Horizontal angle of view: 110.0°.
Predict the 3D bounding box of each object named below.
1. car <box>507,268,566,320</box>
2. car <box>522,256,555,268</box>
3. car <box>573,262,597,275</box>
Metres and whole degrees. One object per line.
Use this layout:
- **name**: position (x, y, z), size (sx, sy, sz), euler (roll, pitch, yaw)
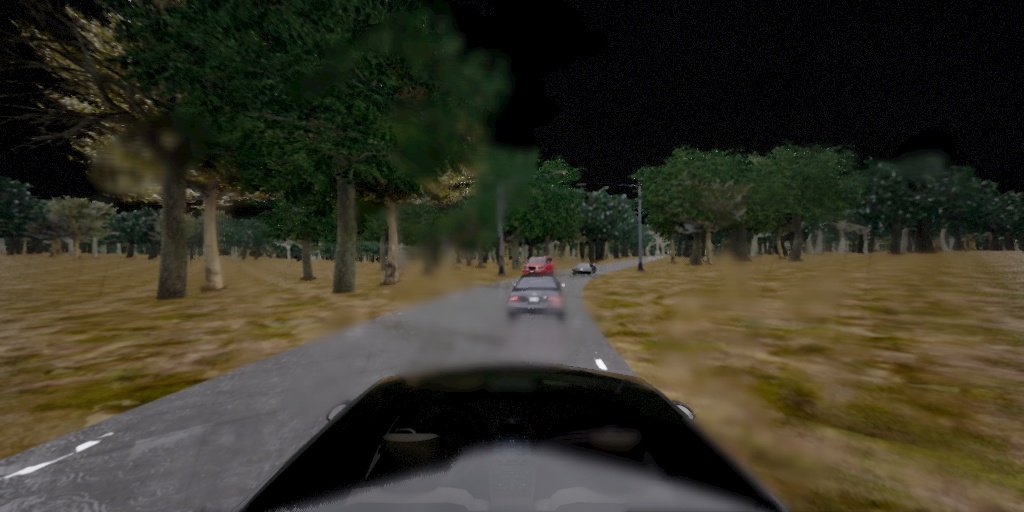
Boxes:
- **car**: position (0.957, 1.341, 12.898), size (2.033, 1.411, 5.357), euler (0, 0, 7)
- **car**: position (2.639, 1.039, 34.254), size (2.150, 2.045, 5.566), euler (-1, 0, 19)
- **car**: position (8.035, 1.316, 39.249), size (1.994, 1.385, 4.181), euler (-1, 0, 23)
